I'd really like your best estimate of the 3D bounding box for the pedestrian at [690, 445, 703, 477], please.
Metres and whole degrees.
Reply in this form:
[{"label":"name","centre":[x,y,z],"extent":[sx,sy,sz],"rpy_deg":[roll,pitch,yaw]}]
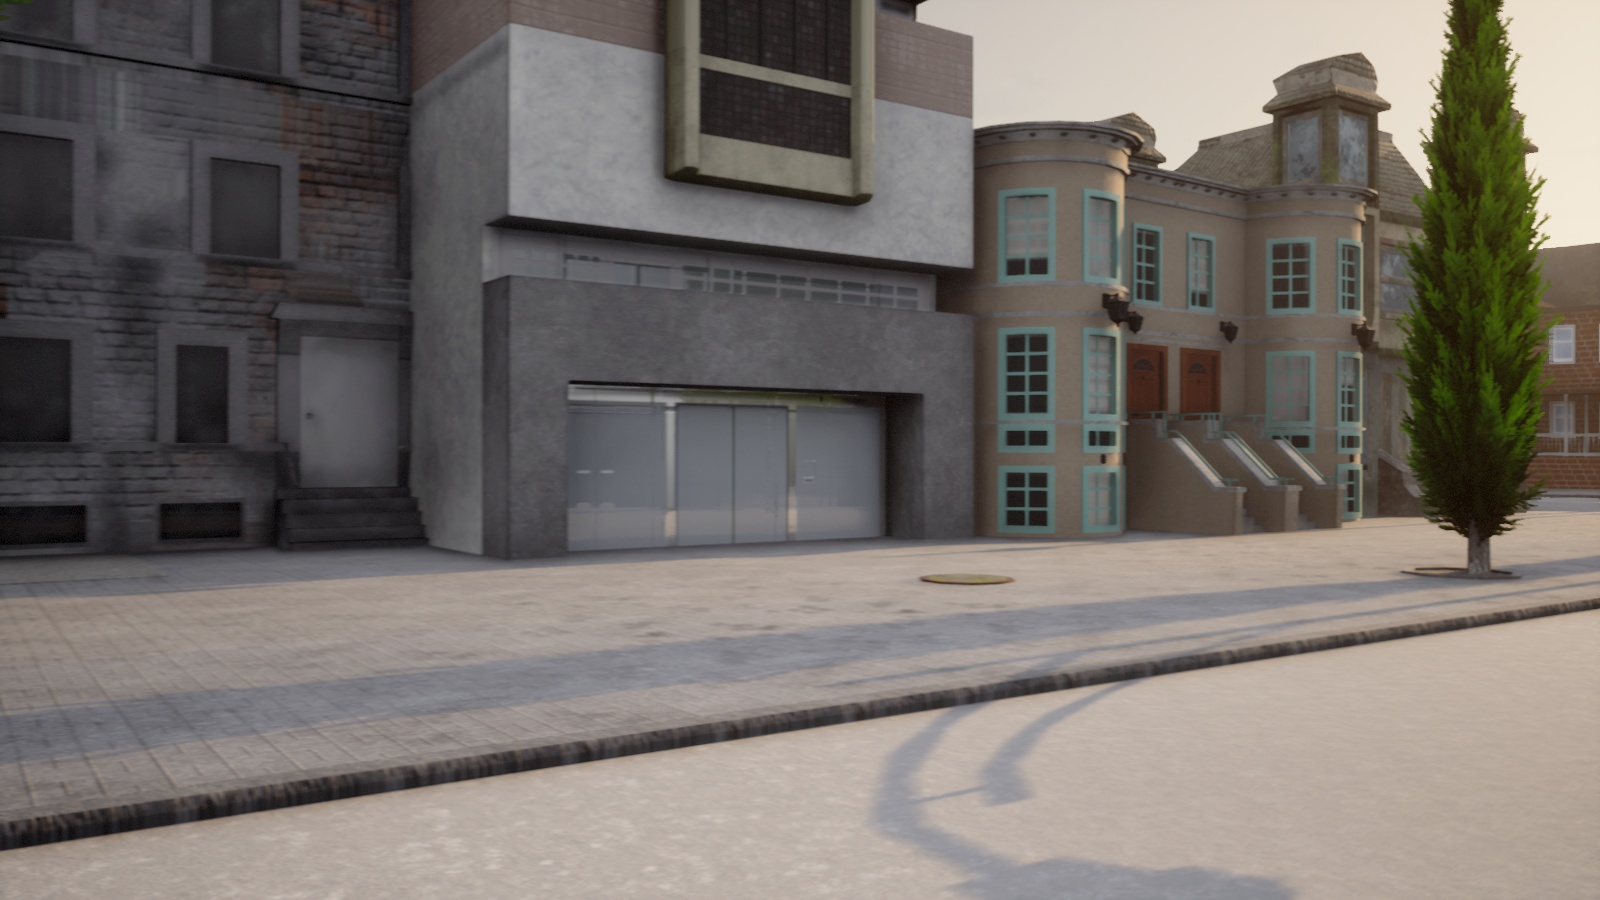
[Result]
[{"label":"pedestrian","centre":[-5.810,0.631,70.698],"extent":[0.328,1.805,0.869],"rpy_deg":[0,0,-36]}]
